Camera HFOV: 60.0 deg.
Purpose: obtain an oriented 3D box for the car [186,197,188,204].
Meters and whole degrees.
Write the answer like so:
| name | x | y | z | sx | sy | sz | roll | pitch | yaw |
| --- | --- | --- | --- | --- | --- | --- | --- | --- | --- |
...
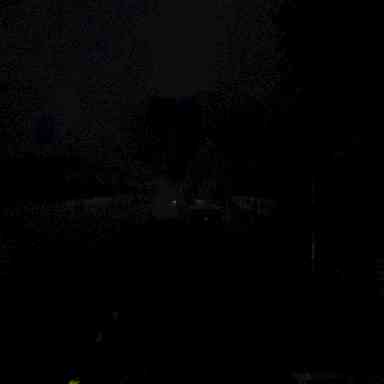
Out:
| name | x | y | z | sx | sy | sz | roll | pitch | yaw |
| --- | --- | --- | --- | --- | --- | --- | --- | --- | --- |
| car | -0.005 | 1.375 | 55.987 | 1.994 | 1.385 | 4.181 | 0 | 0 | 0 |

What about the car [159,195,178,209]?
| name | x | y | z | sx | sy | sz | roll | pitch | yaw |
| --- | --- | --- | --- | --- | --- | --- | --- | --- | --- |
| car | -2.843 | 1.181 | 41.214 | 2.097 | 1.767 | 4.553 | 0 | 0 | 0 |

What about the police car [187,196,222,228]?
| name | x | y | z | sx | sy | sz | roll | pitch | yaw |
| --- | --- | --- | --- | --- | --- | --- | --- | --- | --- |
| police car | 0.824 | 1.323 | 21.401 | 1.930 | 1.638 | 5.238 | 0 | 0 | 0 |

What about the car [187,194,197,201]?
| name | x | y | z | sx | sy | sz | roll | pitch | yaw |
| --- | --- | --- | --- | --- | --- | --- | --- | --- | --- |
| car | -0.007 | 1.217 | 71.655 | 1.994 | 1.385 | 4.181 | 0 | 0 | 0 |

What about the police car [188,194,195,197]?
| name | x | y | z | sx | sy | sz | roll | pitch | yaw |
| --- | --- | --- | --- | --- | --- | --- | --- | --- | --- |
| police car | 0.822 | 1.264 | 37.409 | 1.930 | 1.638 | 5.238 | 0 | 0 | 0 |
